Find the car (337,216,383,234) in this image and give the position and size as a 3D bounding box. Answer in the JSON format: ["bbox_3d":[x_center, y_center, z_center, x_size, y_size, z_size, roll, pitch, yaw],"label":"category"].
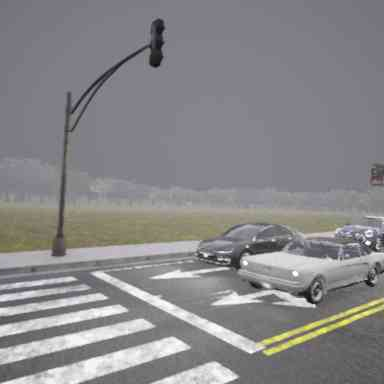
[{"bbox_3d":[9.621,2.098,17.953,4.553,1.767,2.097,3,-2,-38],"label":"car"}]

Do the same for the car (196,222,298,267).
[{"bbox_3d":[2.329,1.900,12.333,4.892,1.490,1.837,3,-2,-39],"label":"car"}]

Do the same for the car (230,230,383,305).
[{"bbox_3d":[3.440,1.924,9.050,4.718,1.301,1.895,3,-2,-39],"label":"car"}]
